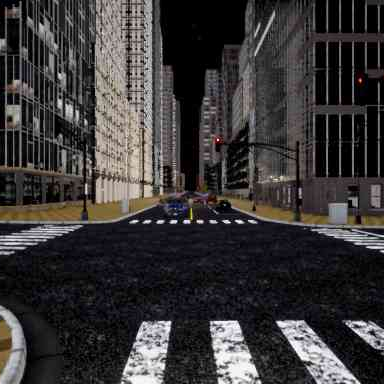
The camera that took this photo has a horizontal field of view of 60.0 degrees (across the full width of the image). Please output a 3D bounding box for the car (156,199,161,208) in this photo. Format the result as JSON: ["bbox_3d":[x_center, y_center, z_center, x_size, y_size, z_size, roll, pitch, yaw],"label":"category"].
[{"bbox_3d":[-4.065,1.592,47.278,1.802,1.307,4.206,0,0,0],"label":"car"}]

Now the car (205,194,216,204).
[{"bbox_3d":[3.732,1.313,63.900,2.192,1.841,5.009,0,0,0],"label":"car"}]

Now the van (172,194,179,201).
[{"bbox_3d":[-4.260,1.315,85.971,1.690,1.788,3.998,0,0,0],"label":"van"}]

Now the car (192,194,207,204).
[{"bbox_3d":[1.262,1.599,63.075,1.895,1.301,4.718,0,0,0],"label":"car"}]

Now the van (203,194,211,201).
[{"bbox_3d":[3.648,1.321,80.483,1.690,1.788,3.998,0,0,0],"label":"van"}]

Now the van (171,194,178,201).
[{"bbox_3d":[-4.232,1.321,80.443,1.690,1.788,3.998,0,0,0],"label":"van"}]

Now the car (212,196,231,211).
[{"bbox_3d":[3.892,1.579,41.791,1.947,1.339,4.313,0,0,0],"label":"car"}]

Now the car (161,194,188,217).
[{"bbox_3d":[-1.490,1.370,31.368,2.097,1.767,4.553,0,0,-1],"label":"car"}]

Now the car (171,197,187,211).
[{"bbox_3d":[-1.576,1.490,42.694,1.882,1.535,5.008,0,0,0],"label":"car"}]

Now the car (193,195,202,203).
[{"bbox_3d":[1.132,1.488,73.243,1.837,1.490,4.892,0,0,0],"label":"car"}]

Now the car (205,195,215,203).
[{"bbox_3d":[3.704,1.432,69.428,1.967,1.590,4.097,0,0,0],"label":"car"}]

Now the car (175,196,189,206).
[{"bbox_3d":[-1.627,1.497,56.323,2.128,1.511,4.902,0,0,0],"label":"car"}]

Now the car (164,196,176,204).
[{"bbox_3d":[-4.149,1.564,63.860,1.947,1.339,4.313,0,0,0],"label":"car"}]
